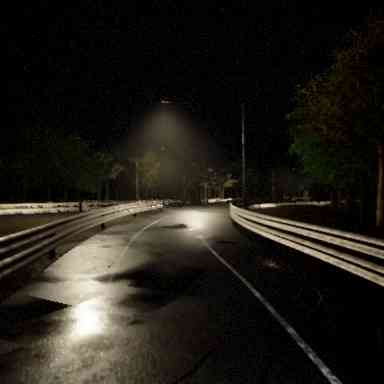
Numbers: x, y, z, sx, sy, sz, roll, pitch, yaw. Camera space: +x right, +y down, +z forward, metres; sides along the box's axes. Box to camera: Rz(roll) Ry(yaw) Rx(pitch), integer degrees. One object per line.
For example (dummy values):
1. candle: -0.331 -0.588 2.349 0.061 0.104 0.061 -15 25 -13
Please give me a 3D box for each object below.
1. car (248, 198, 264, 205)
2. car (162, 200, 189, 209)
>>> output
1. car: 14.612 2.121 75.844 1.882 1.535 5.008 -1 -1 39
2. car: -2.765 1.950 54.568 2.033 1.411 5.357 -1 -1 39
